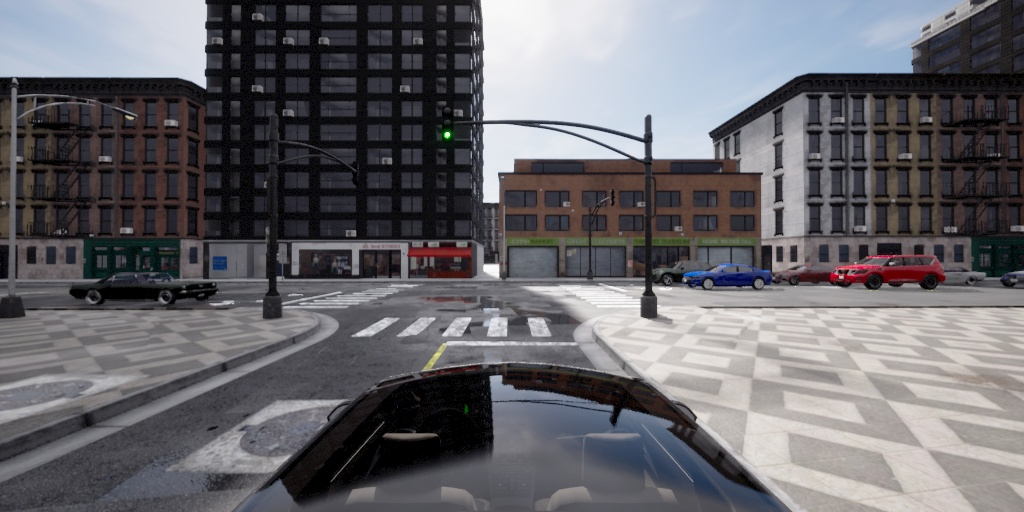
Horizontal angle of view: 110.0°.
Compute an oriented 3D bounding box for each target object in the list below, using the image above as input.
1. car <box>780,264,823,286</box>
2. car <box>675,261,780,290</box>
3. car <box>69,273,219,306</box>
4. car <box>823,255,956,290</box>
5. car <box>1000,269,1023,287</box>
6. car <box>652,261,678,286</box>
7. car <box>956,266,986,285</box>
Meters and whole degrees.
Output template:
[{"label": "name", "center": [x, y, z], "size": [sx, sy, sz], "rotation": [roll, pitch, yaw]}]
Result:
[{"label": "car", "center": [20.786, 1.299, 25.280], "size": [4.674, 1.442, 1.812], "rotation": [0, -1, 0]}, {"label": "car", "center": [13.097, 1.236, 22.009], "size": [5.008, 1.535, 1.882], "rotation": [0, -1, -2]}, {"label": "car", "center": [-15.388, 1.353, 15.215], "size": [4.718, 1.301, 1.895], "rotation": [0, -1, 0]}, {"label": "car", "center": [23.023, 0.960, 22.053], "size": [5.566, 2.045, 2.150], "rotation": [0, -1, 0]}, {"label": "car", "center": [33.247, 1.243, 22.078], "size": [4.674, 1.442, 1.812], "rotation": [0, -1, 0]}, {"label": "car", "center": [11.958, 1.143, 25.267], "size": [4.553, 1.767, 2.097], "rotation": [0, -1, 0]}, {"label": "car", "center": [29.989, 1.355, 25.317], "size": [4.718, 1.301, 1.895], "rotation": [0, -1, 0]}]
